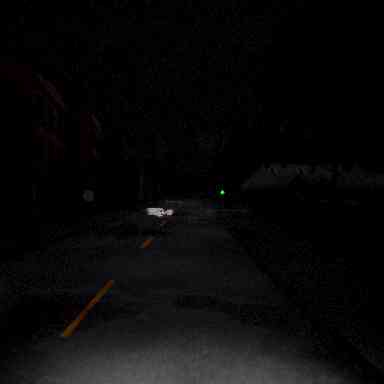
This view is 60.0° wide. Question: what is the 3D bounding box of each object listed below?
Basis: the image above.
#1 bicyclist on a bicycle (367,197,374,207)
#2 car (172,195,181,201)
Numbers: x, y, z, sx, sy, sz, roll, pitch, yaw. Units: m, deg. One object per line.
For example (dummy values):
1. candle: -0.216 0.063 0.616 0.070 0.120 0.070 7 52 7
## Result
1. bicyclist on a bicycle: 17.850 1.348 33.489 0.582 1.620 1.656 0 0 0
2. car: -3.957 1.568 84.820 2.097 1.767 4.553 0 0 0
